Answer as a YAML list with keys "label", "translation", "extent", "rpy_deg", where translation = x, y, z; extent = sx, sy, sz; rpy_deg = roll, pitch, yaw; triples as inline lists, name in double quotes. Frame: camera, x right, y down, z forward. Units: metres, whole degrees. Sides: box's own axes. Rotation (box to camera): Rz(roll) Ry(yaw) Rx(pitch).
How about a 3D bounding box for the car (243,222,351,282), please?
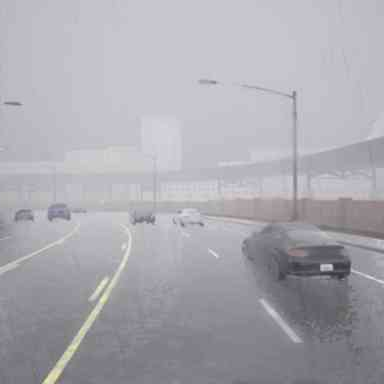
- label: "car"
  translation: [2.912, 1.636, 10.037]
  extent: [1.812, 1.442, 4.674]
  rpy_deg: [0, -1, -6]

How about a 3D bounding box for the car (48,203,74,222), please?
- label: "car"
  translation: [-15.090, 2.249, 37.848]
  extent: [2.150, 2.045, 5.566]
  rpy_deg: [0, -2, -25]

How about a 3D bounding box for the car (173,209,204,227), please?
- label: "car"
  translation: [-0.346, 2.111, 27.814]
  extent: [1.812, 1.442, 4.674]
  rpy_deg: [0, -2, -14]

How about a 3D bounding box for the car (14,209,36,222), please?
- label: "car"
  translation: [-18.678, 2.588, 37.234]
  extent: [1.812, 1.442, 4.674]
  rpy_deg: [0, -2, -26]

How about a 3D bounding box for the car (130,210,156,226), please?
- label: "car"
  translation: [-4.562, 2.307, 30.186]
  extent: [1.895, 1.301, 4.718]
  rpy_deg: [0, -2, -16]

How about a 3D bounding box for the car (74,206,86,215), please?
- label: "car"
  translation: [-20.050, 3.127, 57.761]
  extent: [2.163, 1.488, 4.792]
  rpy_deg: [0, -2, -42]
